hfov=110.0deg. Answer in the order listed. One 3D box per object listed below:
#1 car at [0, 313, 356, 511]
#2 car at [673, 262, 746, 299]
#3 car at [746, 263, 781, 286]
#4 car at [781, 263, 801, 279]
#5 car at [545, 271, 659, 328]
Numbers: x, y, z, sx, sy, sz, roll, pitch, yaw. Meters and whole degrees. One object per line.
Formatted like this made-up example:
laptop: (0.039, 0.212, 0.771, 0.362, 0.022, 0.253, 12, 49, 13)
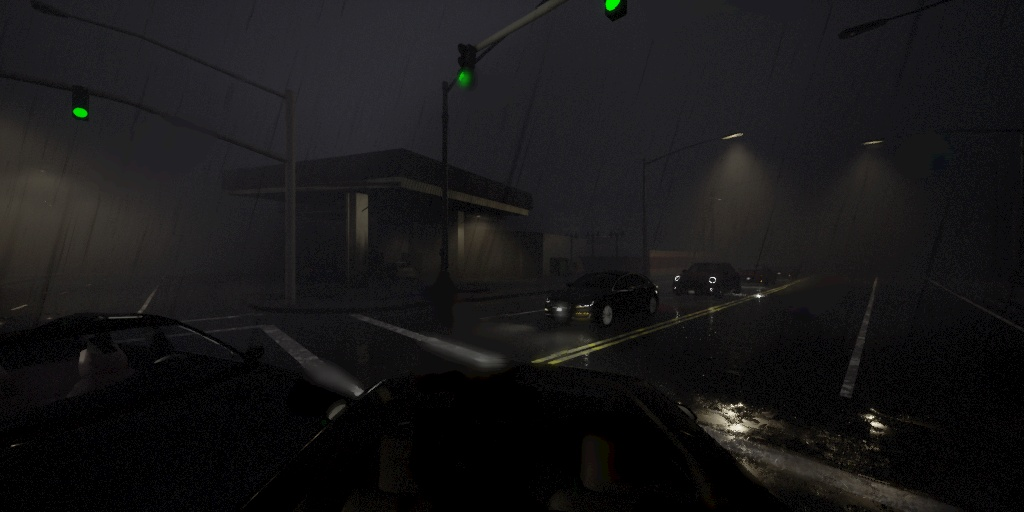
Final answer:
car: (-3.379, 1.242, 2.693, 4.902, 1.511, 2.128, 0, 0, 16)
car: (10.018, 1.102, 18.341, 4.553, 1.767, 2.097, 0, 0, -44)
car: (17.056, 1.314, 25.138, 4.181, 1.385, 1.994, 0, 0, -45)
car: (24.304, 1.314, 32.075, 4.181, 1.385, 1.994, 0, 0, -44)
car: (3.069, 1.255, 11.608, 4.892, 1.490, 1.837, 0, 0, -44)
